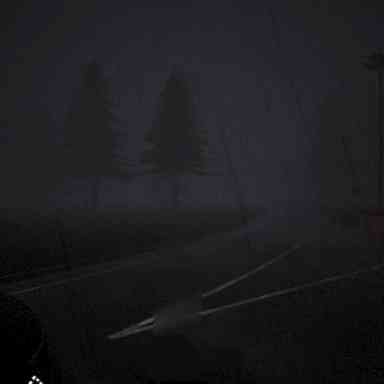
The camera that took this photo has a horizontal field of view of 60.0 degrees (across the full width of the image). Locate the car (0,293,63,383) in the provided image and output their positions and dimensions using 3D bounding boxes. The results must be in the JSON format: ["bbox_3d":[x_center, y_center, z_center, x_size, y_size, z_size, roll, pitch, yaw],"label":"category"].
[{"bbox_3d":[-3.447,1.221,1.289,5.566,2.045,2.150,0,0,-36],"label":"car"}]
